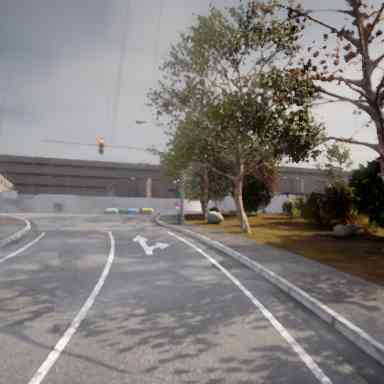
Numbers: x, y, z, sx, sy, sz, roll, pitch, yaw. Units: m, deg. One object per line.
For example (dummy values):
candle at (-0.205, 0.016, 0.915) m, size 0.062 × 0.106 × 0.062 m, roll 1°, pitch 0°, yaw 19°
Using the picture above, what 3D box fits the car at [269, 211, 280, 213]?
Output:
car at (16.343, 4.940, 73.172) m, size 2.231 × 1.521 × 4.892 m, roll 4°, pitch -9°, yaw -41°

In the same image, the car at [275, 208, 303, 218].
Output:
car at (21.867, 4.846, 75.396) m, size 2.435 × 2.045 × 5.566 m, roll 5°, pitch -9°, yaw -41°

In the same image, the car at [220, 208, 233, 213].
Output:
car at (5.359, 4.624, 68.702) m, size 1.946 × 1.575 × 5.366 m, roll 5°, pitch -9°, yaw -41°

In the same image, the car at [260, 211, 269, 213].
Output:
car at (13.440, 4.879, 72.230) m, size 1.946 × 1.575 × 5.366 m, roll 4°, pitch -9°, yaw -41°

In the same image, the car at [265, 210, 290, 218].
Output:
car at (19.119, 5.016, 74.270) m, size 2.097 × 1.535 × 5.008 m, roll 5°, pitch -9°, yaw -41°

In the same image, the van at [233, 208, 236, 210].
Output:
van at (8.086, 4.482, 69.863) m, size 1.878 × 1.987 × 4.442 m, roll 5°, pitch -9°, yaw -41°
